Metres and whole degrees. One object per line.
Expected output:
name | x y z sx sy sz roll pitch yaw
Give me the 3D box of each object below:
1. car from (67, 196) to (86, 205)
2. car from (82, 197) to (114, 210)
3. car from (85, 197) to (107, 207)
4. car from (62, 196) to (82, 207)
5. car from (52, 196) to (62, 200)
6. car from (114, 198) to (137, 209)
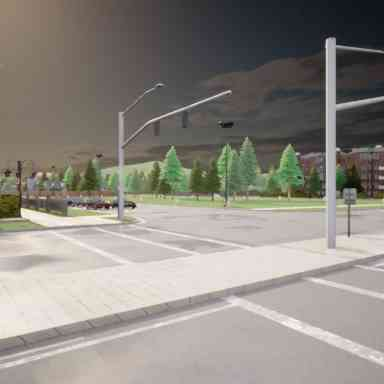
car | -21.467 1.476 61.609 1.882 1.535 5.008 0 0 -36
car | -12.176 1.600 42.789 1.895 1.301 4.718 0 0 -36
car | -15.302 1.505 53.048 1.837 1.490 4.892 0 0 -36
car | -17.586 1.504 50.232 1.837 1.490 4.892 0 0 -36
car | -23.423 1.504 58.317 1.837 1.490 4.892 0 0 -36
car | -9.390 1.546 44.899 2.033 1.411 5.357 0 0 -36
